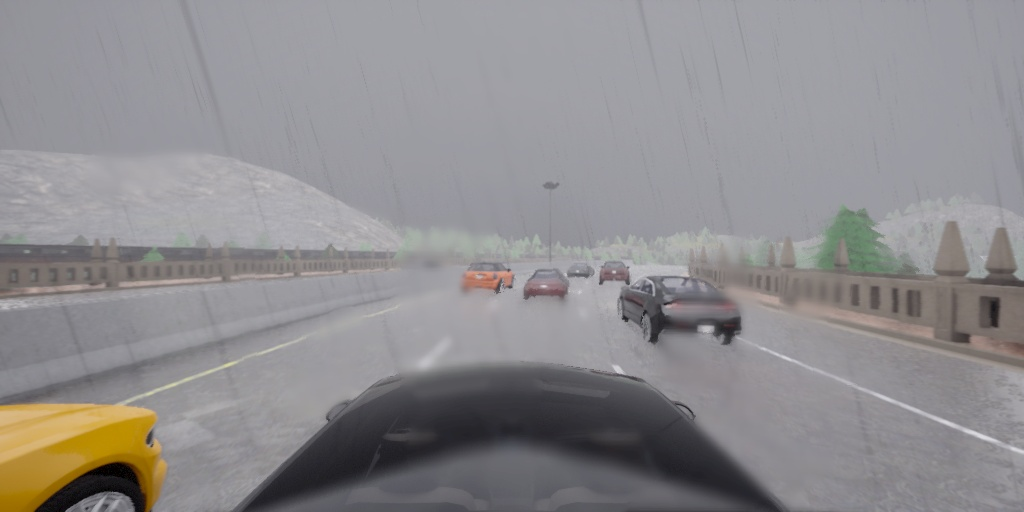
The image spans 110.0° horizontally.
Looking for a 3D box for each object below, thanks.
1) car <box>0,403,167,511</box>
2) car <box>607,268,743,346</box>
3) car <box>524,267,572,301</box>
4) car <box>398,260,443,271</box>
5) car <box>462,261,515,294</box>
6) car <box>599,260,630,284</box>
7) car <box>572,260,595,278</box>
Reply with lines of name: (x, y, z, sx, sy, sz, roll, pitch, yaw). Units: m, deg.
car: (-3.291, 1.209, 0.370, 1.882, 1.535, 5.008, 0, 0, -1)
car: (4.141, 1.266, 9.587, 2.128, 1.511, 4.902, 0, 0, 5)
car: (1.796, 1.325, 17.714, 1.994, 1.385, 4.181, 0, 0, 10)
car: (-6.956, 1.217, 27.235, 1.837, 1.490, 4.892, 0, 0, 16)
car: (-1.214, 1.097, 20.396, 2.097, 1.767, 4.553, 0, 0, 12)
car: (7.807, 1.148, 27.203, 2.097, 1.767, 4.553, 0, 0, 17)
car: (6.667, 1.354, 34.394, 1.994, 1.385, 4.181, 0, 0, 21)
